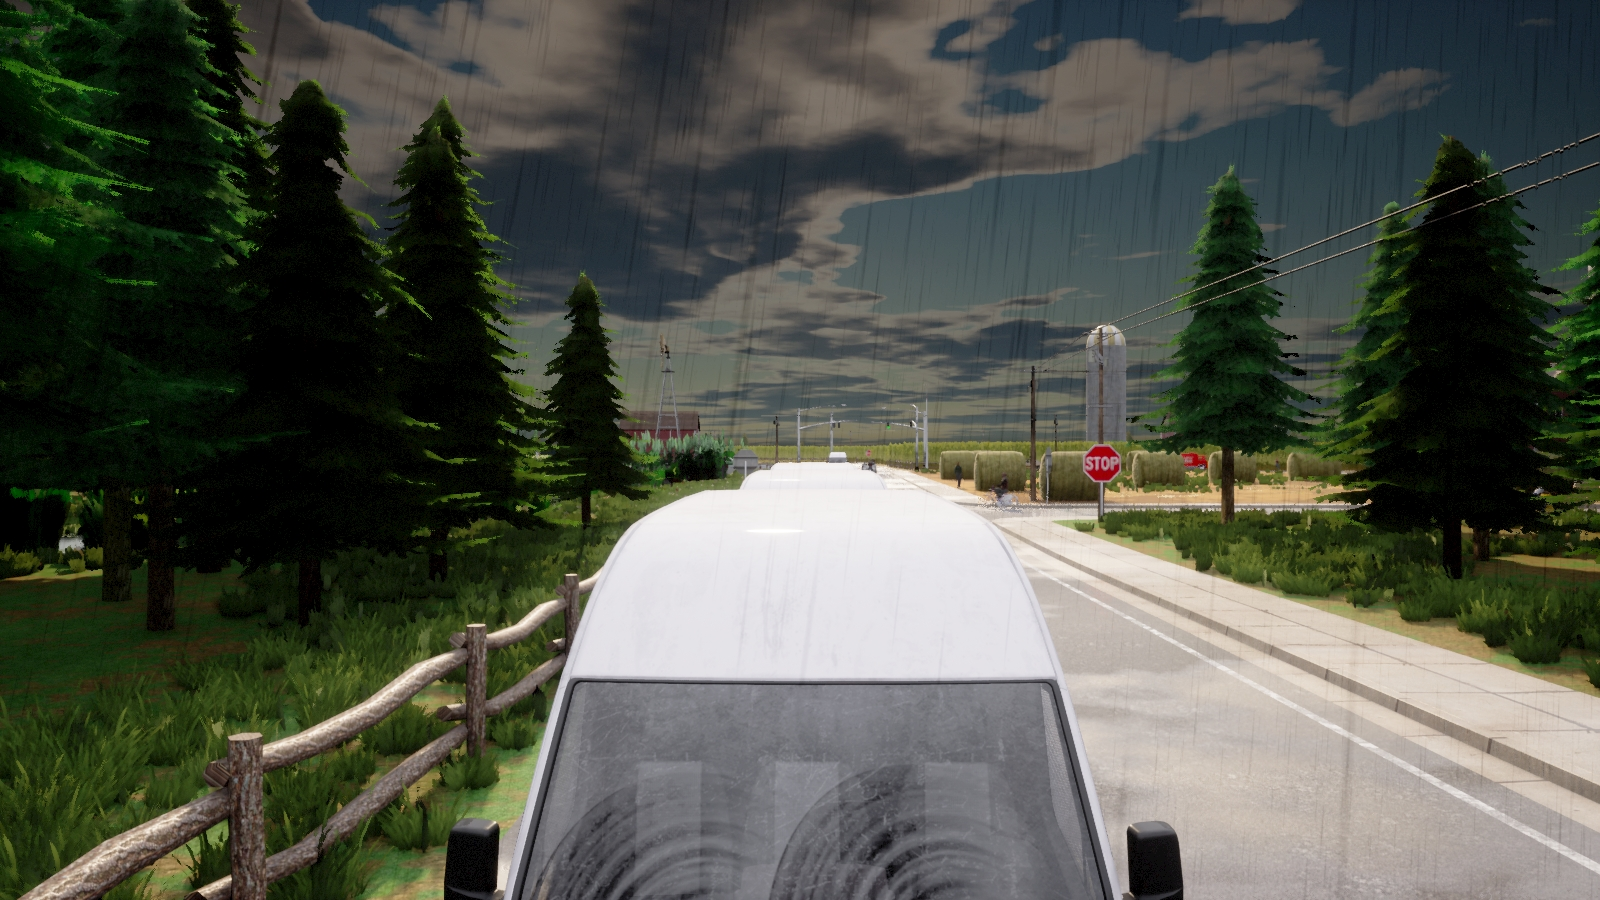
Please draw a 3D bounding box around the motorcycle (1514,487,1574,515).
[{"bbox_3d":[32.009,2.186,49.178,2.033,1.199,0.803,0,0,-1],"label":"motorcycle"}]

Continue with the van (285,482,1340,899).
[{"bbox_3d":[0.056,1.508,5.110,1.988,2.561,5.915,0,0,1],"label":"van"}]
